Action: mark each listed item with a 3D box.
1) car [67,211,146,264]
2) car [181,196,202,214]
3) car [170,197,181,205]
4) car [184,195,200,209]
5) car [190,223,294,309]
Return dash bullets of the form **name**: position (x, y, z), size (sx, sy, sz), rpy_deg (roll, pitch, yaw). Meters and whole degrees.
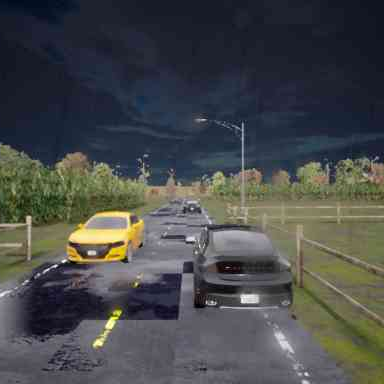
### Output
- **car**: position (-2.874, 1.476, 12.052), size (1.882, 1.535, 5.008), rpy_deg (0, 0, 0)
- **car**: position (0.012, 1.512, 35.593), size (1.812, 1.442, 4.674), rpy_deg (0, 0, 0)
- **car**: position (-2.861, 1.517, 59.128), size (1.994, 1.385, 4.181), rpy_deg (0, 0, 0)
- **car**: position (-0.030, 1.325, 45.881), size (2.097, 1.767, 4.553), rpy_deg (0, 0, 0)
- **car**: position (0.947, 1.505, 7.874), size (1.837, 1.490, 4.892), rpy_deg (0, 0, 0)
